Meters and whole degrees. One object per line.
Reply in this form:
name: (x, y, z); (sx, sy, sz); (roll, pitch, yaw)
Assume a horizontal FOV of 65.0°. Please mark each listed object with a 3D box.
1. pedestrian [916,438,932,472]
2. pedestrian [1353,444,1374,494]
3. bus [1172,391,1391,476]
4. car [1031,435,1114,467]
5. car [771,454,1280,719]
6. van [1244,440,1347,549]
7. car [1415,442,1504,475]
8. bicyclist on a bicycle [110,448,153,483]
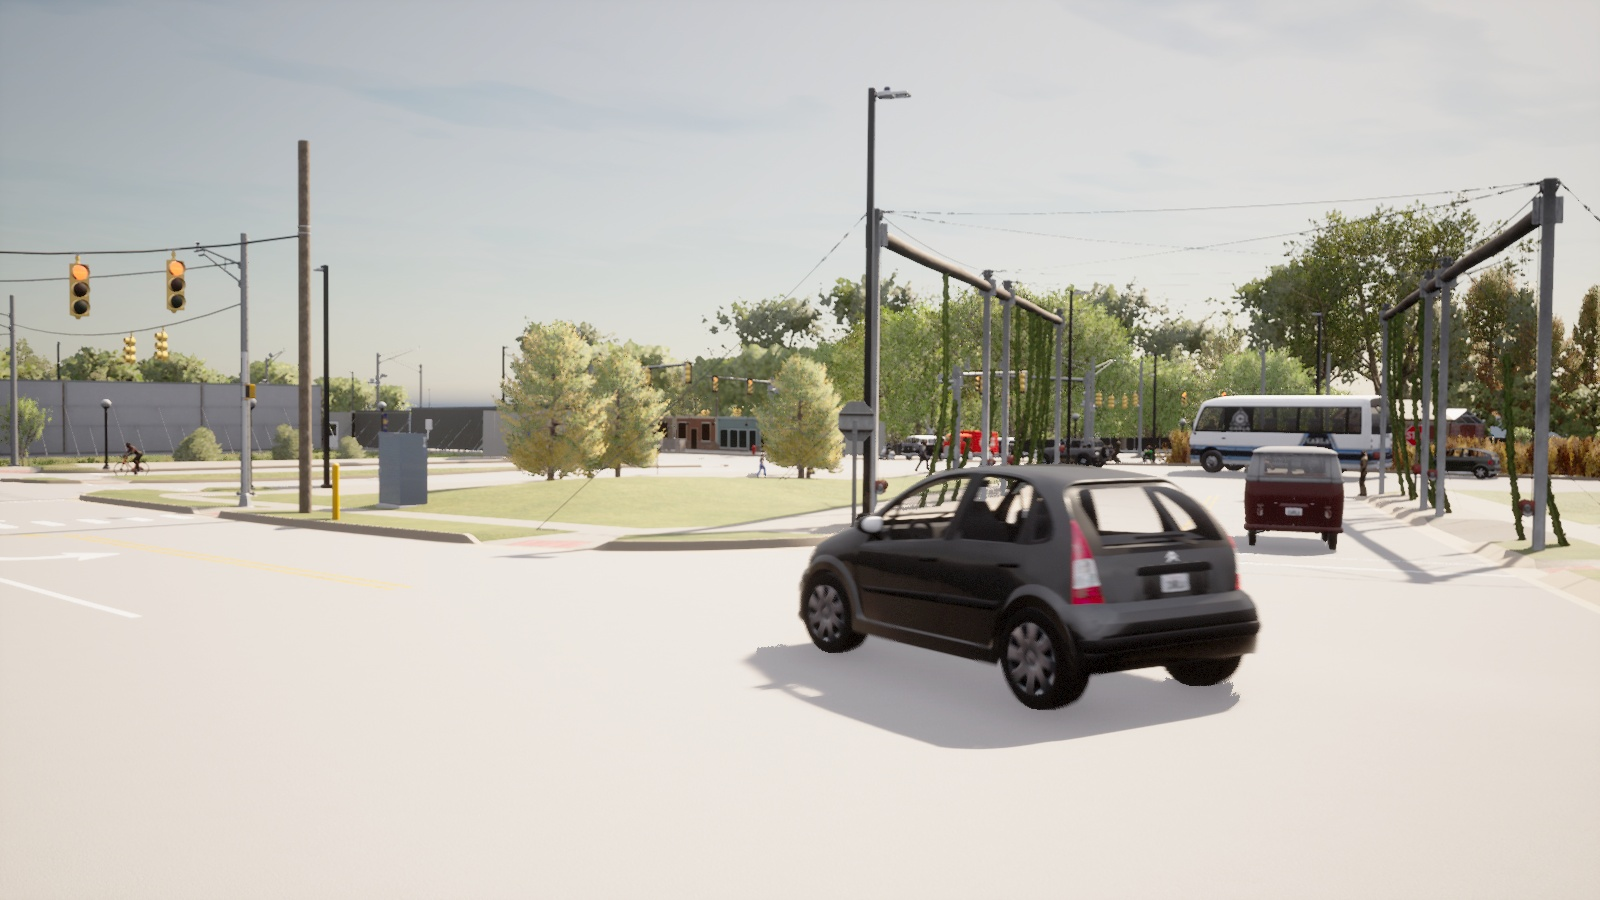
pedestrian: (7.170, 0.283, 72.465); (0.788, 1.949, 0.423); (-1, 2, -26)
pedestrian: (22.329, 0.746, 49.769); (0.692, 1.930, 0.396); (1, 2, 29)
bus: (25.771, -1.003, 67.774); (10.273, 4.253, 3.944); (2, 3, 44)
car: (16.635, 0.060, 76.764); (4.605, 1.855, 1.932); (0, 1, 44)
car: (1.548, 0.865, 10.049); (1.851, 1.617, 3.988); (-1, 1, -30)
van: (10.044, 0.824, 25.657); (1.775, 1.987, 4.442); (1, 0, 20)
car: (34.017, 0.397, 64.825); (3.705, 1.549, 1.789); (2, 3, 44)
bicyclist on a bicycle: (-31.944, 0.721, 60.020); (0.582, 1.620, 1.656); (1, 1, 39)
